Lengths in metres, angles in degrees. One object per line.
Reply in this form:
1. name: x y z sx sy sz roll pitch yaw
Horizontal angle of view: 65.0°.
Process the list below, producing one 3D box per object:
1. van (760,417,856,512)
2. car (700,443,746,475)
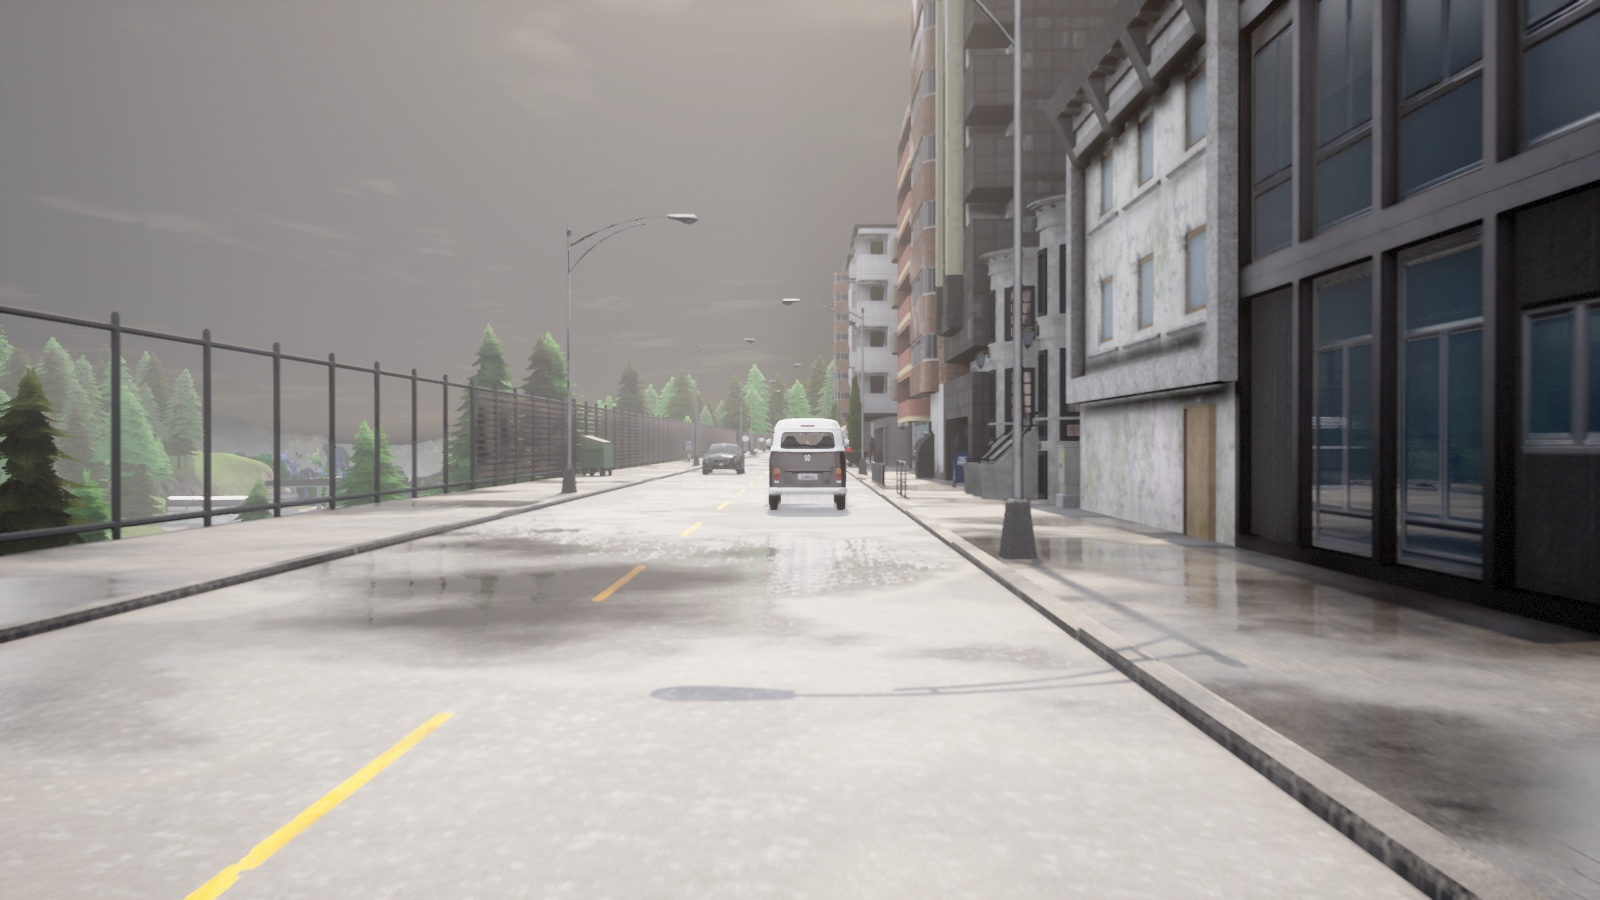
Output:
1. van: 0.179 0.305 29.368 2.069 2.038 4.480 0 0 0
2. car: -3.649 0.409 60.224 1.837 1.490 4.892 0 0 0
